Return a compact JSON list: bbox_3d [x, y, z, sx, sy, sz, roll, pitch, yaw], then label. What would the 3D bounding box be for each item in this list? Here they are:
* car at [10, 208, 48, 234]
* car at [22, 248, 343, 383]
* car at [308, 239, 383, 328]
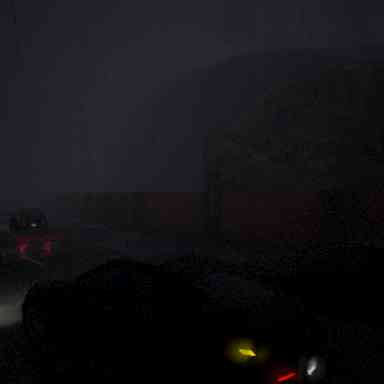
[{"bbox_3d":[-10.369,1.738,21.105,1.812,1.442,4.674,0,0,-33],"label":"car"},{"bbox_3d":[-0.602,1.564,4.756,4.674,1.442,1.812,-1,0,38],"label":"car"},{"bbox_3d":[3.282,1.571,5.891,5.357,1.411,2.033,-1,-1,38],"label":"car"}]
